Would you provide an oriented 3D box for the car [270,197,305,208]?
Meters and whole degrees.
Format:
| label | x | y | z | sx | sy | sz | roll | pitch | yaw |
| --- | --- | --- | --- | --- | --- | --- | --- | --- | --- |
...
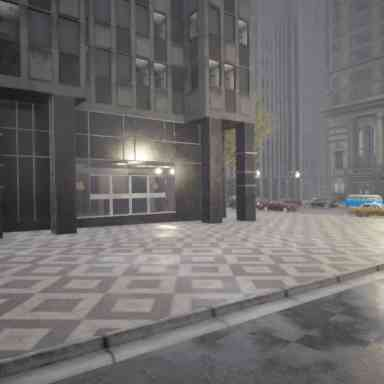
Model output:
| label | x | y | z | sx | sy | sz | roll | pitch | yaw |
| --- | --- | --- | --- | --- | --- | --- | --- | --- | --- |
| car | 13.592 | 1.401 | 47.482 | 1.887 | 1.381 | 4.507 | -1 | 1 | -36 |

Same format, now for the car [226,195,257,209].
| label | x | y | z | sx | sy | sz | roll | pitch | yaw |
| --- | --- | --- | --- | --- | --- | --- | --- | --- | --- |
| car | 6.884 | 1.312 | 42.206 | 2.192 | 1.841 | 5.009 | -1 | 1 | -36 |

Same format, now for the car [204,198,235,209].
| label | x | y | z | sx | sy | sz | roll | pitch | yaw |
| --- | --- | --- | --- | --- | --- | --- | --- | --- | --- |
| car | 3.793 | 1.533 | 46.498 | 2.008 | 1.369 | 4.403 | -1 | 1 | -36 |

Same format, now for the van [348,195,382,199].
| label | x | y | z | sx | sy | sz | roll | pitch | yaw |
| --- | --- | --- | --- | --- | --- | --- | --- | --- | --- |
| van | 19.924 | 1.228 | 38.700 | 1.690 | 1.788 | 3.998 | -1 | 1 | -36 |

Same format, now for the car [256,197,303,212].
| label | x | y | z | sx | sy | sz | roll | pitch | yaw |
| --- | --- | --- | --- | --- | --- | --- | --- | --- | --- |
| car | 9.980 | 1.556 | 37.919 | 1.887 | 1.381 | 4.507 | -1 | 1 | -36 |

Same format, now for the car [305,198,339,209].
| label | x | y | z | sx | sy | sz | roll | pitch | yaw |
| --- | --- | --- | --- | --- | --- | --- | --- | --- | --- |
| car | 16.759 | 1.437 | 43.092 | 1.947 | 1.339 | 4.313 | -1 | 1 | -36 |

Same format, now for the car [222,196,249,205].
| label | x | y | z | sx | sy | sz | roll | pitch | yaw |
| --- | --- | --- | --- | --- | --- | --- | --- | --- | --- |
| car | 7.259 | 1.378 | 56.263 | 2.008 | 1.369 | 4.403 | -1 | 1 | -36 |

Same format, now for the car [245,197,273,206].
| label | x | y | z | sx | sy | sz | roll | pitch | yaw |
| --- | --- | --- | --- | --- | --- | --- | --- | --- | --- |
| car | 10.426 | 1.424 | 51.874 | 1.802 | 1.307 | 4.206 | -1 | 1 | -36 |

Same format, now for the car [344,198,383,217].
| label | x | y | z | sx | sy | sz | roll | pitch | yaw |
| --- | --- | --- | --- | --- | --- | --- | --- | --- | --- |
| car | 16.264 | 1.569 | 29.196 | 1.752 | 1.417 | 4.829 | -1 | 1 | -36 |
